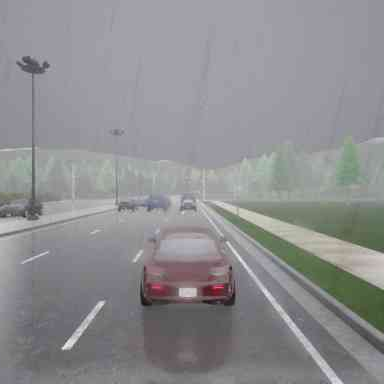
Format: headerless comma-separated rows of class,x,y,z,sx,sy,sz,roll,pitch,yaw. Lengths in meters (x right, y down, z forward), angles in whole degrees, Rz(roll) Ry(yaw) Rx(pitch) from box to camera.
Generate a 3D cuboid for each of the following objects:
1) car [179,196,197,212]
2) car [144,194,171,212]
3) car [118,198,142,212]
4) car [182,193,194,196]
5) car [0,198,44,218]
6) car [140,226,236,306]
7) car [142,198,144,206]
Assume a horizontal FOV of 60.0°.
car,-0.441,1.526,39.275,1.812,1.442,4.674,0,0,-1
car,-3.937,1.221,38.902,2.150,2.045,5.566,0,0,-1
car,-7.440,1.505,39.129,1.837,1.490,4.892,0,0,-1
car,-0.561,1.221,49.341,2.150,2.045,5.566,0,0,-1
car,-15.341,1.352,30.153,2.097,1.767,4.553,0,0,-1
car,-0.094,1.526,7.899,1.812,1.442,4.674,0,0,-1
car,-7.561,1.564,49.478,1.994,1.385,4.181,0,0,-1
